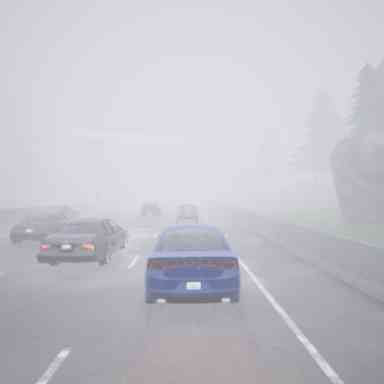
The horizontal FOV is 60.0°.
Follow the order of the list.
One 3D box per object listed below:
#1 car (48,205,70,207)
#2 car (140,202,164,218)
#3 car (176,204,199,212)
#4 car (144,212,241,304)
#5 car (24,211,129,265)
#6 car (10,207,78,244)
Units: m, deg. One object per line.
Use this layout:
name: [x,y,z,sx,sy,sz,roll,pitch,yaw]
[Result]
car: [-10.857,1.772,27.320,2.033,1.411,5.357,0,0,-1]
car: [-3.954,1.730,32.805,1.837,1.490,4.892,0,-1,-1]
car: [-0.359,1.705,27.521,2.033,1.411,5.357,0,0,-1]
car: [-0.016,1.498,8.285,1.882,1.535,5.008,0,0,-1]
car: [-3.579,1.607,11.854,2.033,1.411,5.357,0,0,-1]
car: [-7.165,1.678,16.585,1.994,1.385,4.181,0,0,-1]
